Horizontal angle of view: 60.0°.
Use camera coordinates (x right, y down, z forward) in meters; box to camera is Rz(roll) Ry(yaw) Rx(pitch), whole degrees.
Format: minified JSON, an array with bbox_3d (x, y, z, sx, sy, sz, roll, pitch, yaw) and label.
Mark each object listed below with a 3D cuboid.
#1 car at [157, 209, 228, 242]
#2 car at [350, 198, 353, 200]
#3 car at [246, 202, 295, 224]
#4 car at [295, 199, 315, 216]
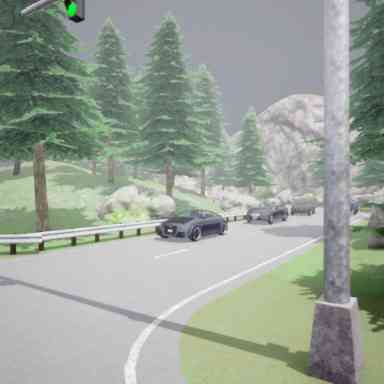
[{"bbox_3d":[0.123,1.589,16.843,1.994,1.385,4.181,0,0,34],"label":"car"},{"bbox_3d":[16.600,1.355,36.023,2.097,1.767,4.553,-1,0,22],"label":"car"},{"bbox_3d":[5.738,1.519,25.051,2.128,1.511,4.902,0,0,34],"label":"car"},{"bbox_3d":[11.291,1.534,33.628,1.837,1.490,4.892,0,0,27],"label":"car"}]
